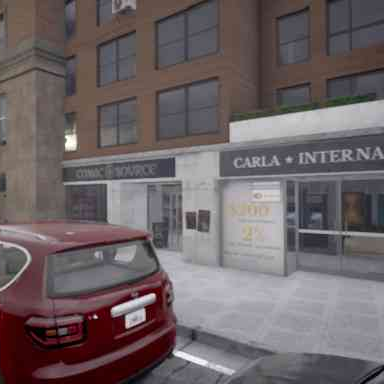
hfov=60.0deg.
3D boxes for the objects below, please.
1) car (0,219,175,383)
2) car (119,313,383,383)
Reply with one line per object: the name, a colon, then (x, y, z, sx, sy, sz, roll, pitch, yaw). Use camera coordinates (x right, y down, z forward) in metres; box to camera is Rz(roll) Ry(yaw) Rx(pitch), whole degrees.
car: (-2.496, 1.315, 4.639, 5.009, 1.841, 2.192, 0, -1, 35)
car: (1.966, 1.551, 1.454, 4.403, 1.369, 2.008, 0, -1, 35)
